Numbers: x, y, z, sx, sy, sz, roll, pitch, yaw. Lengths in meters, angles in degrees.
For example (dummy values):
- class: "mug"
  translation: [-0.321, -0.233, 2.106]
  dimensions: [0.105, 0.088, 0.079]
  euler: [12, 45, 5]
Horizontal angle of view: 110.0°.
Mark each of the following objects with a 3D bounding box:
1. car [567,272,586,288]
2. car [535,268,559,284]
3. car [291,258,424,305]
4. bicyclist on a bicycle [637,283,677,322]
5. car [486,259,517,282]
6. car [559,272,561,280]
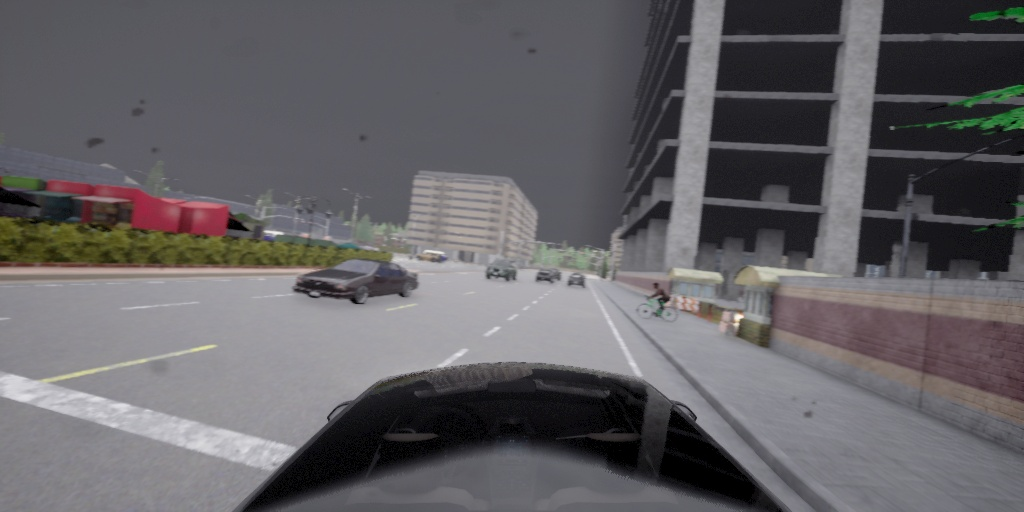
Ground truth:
- class: "car"
  translation: [7.286, 2.731, 40.377]
  dimensions: [1.812, 1.442, 4.674]
  euler: [7, -1, 12]
- class: "car"
  translation: [3.857, 2.309, 40.958]
  dimensions: [1.837, 1.490, 4.892]
  euler: [7, -1, 12]
- class: "car"
  translation: [-5.220, 0.819, 13.085]
  dimensions: [2.033, 1.411, 5.357]
  euler: [7, -1, 11]
- class: "bicyclist on a bicycle"
  translation: [6.291, 1.991, 15.450]
  dimensions: [1.656, 1.620, 0.582]
  euler: [6, -1, 11]
- class: "car"
  translation: [-0.904, 1.357, 35.168]
  dimensions: [2.150, 2.045, 5.566]
  euler: [7, -1, 11]
- class: "car"
  translation: [6.103, 2.608, 52.684]
  dimensions: [2.097, 1.767, 4.553]
  euler: [7, -1, 11]
